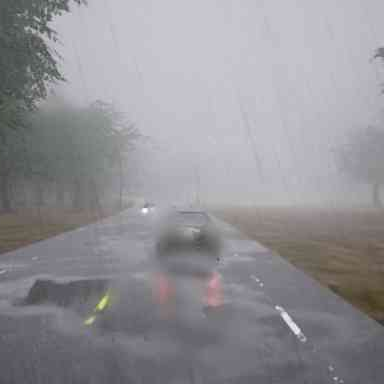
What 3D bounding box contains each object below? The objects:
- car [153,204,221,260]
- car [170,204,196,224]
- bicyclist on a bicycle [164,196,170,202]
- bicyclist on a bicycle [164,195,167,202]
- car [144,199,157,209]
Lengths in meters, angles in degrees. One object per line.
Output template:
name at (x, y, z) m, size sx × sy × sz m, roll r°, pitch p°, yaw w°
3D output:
car at (-0.152, 1.379, 12.713) m, size 2.097 × 1.767 × 4.553 m, roll 0°, pitch 0°, yaw -1°
car at (-0.750, 1.673, 26.873) m, size 1.895 × 1.301 × 4.718 m, roll 0°, pitch 0°, yaw -3°
bicyclist on a bicycle at (-5.639, 1.709, 79.866) m, size 0.582 × 1.620 × 1.656 m, roll 0°, pitch 0°, yaw -9°
bicyclist on a bicycle at (-7.182, 1.742, 88.793) m, size 0.582 × 1.620 × 1.656 m, roll -1°, pitch 0°, yaw -10°
car at (-6.265, 1.778, 50.108) m, size 1.895 × 1.301 × 4.718 m, roll 0°, pitch 0°, yaw -6°
